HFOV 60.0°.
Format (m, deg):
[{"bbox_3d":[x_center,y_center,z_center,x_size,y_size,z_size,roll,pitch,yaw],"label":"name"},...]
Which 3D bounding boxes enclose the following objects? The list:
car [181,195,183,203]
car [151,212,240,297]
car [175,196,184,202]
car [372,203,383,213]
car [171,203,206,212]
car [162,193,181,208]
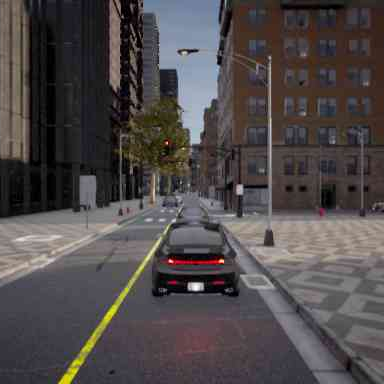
[{"bbox_3d":[-3.067,1.212,63.934,2.150,2.045,5.566,0,0,1],"label":"car"},{"bbox_3d":[0.079,1.503,8.575,1.837,1.490,4.892,0,0,0],"label":"car"},{"bbox_3d":[-3.028,1.572,79.447,1.895,1.301,4.718,0,0,0],"label":"car"},{"bbox_3d":[21.189,1.455,34.248,4.902,1.511,2.128,0,0,0],"label":"car"},{"bbox_3d":[0.053,1.544,18.310,2.033,1.411,5.357,0,0,0],"label":"car"},{"bbox_3d":[-3.109,1.345,48.251,2.097,1.767,4.553,0,0,0],"label":"car"}]
